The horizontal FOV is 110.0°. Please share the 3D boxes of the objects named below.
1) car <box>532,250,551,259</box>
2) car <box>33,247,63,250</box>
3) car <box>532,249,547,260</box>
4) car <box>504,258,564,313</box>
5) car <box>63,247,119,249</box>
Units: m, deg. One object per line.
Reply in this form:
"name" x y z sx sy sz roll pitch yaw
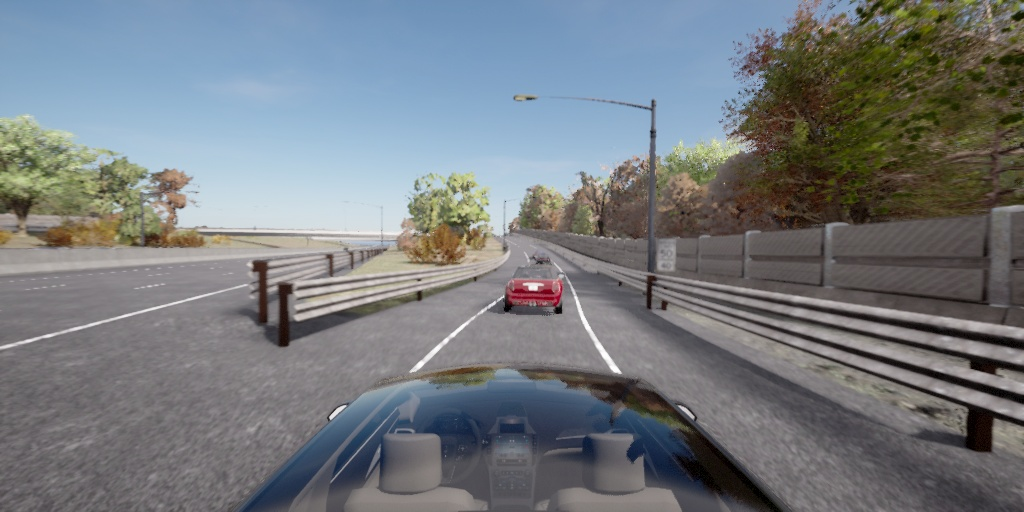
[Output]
"car" 3.931 0.430 45.846 1.837 1.490 4.892 1 3 2
"car" -41.206 -0.057 31.908 2.128 1.511 4.902 0 1 -18
"car" 4.252 -0.214 56.292 1.994 1.385 4.181 1 4 0
"car" 0.993 1.129 14.493 2.097 1.767 4.553 1 0 7
"car" -37.956 -0.038 33.201 1.837 1.490 4.892 0 1 -18
